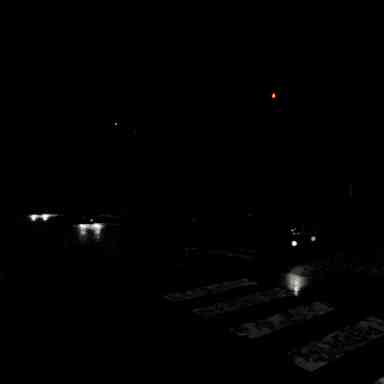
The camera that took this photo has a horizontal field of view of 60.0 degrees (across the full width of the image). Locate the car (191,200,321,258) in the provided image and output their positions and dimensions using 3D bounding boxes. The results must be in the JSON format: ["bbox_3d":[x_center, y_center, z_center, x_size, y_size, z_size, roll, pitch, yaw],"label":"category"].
[{"bbox_3d":[2.397,1.375,13.887,2.150,2.045,5.566,0,-1,-45],"label":"car"}]

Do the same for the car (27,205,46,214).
[{"bbox_3d":[-22.320,2.482,47.665,1.895,1.301,4.718,0,-1,-35],"label":"car"}]

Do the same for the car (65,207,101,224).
[{"bbox_3d":[-9.966,2.057,30.105,2.033,1.411,5.357,0,-1,-35],"label":"car"}]
